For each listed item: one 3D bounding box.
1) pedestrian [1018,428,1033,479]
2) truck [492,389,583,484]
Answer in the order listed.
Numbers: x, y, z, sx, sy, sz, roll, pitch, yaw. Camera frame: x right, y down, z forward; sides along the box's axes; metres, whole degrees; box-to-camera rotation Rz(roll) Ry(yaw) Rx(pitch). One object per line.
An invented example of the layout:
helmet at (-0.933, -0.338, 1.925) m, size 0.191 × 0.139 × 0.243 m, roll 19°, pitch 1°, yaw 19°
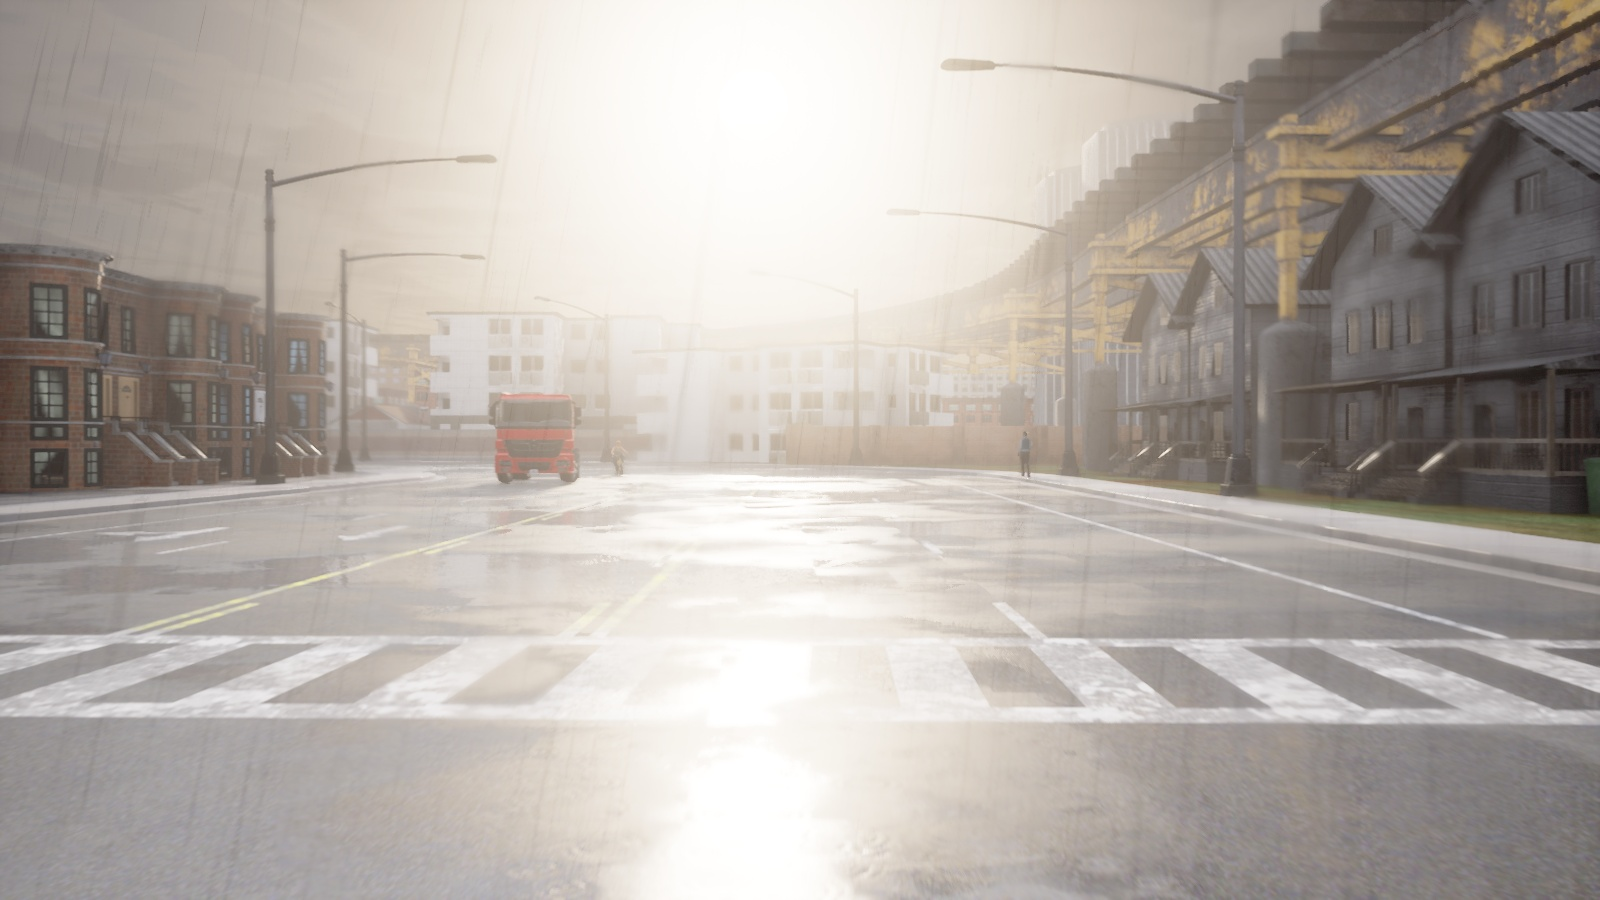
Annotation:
pedestrian at (8.704, 0.135, 48.488) m, size 0.396 × 1.930 × 0.692 m, roll 0°, pitch 0°, yaw -3°
truck at (-10.261, -0.524, 49.799) m, size 2.891 × 3.462 × 7.936 m, roll 0°, pitch 0°, yaw -7°
